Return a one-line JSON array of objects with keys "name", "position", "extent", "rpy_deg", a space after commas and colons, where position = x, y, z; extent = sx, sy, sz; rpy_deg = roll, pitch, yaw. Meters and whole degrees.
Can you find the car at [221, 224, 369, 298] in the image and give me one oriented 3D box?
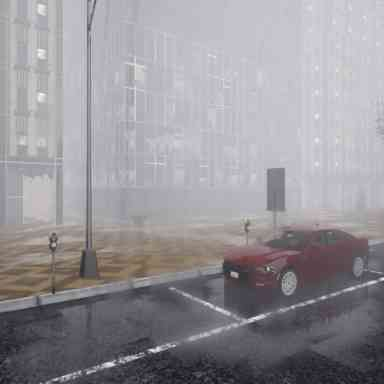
[{"name": "car", "position": [2.752, 1.545, 8.502], "extent": [4.507, 1.381, 1.887], "rpy_deg": [0, 0, -35]}]
